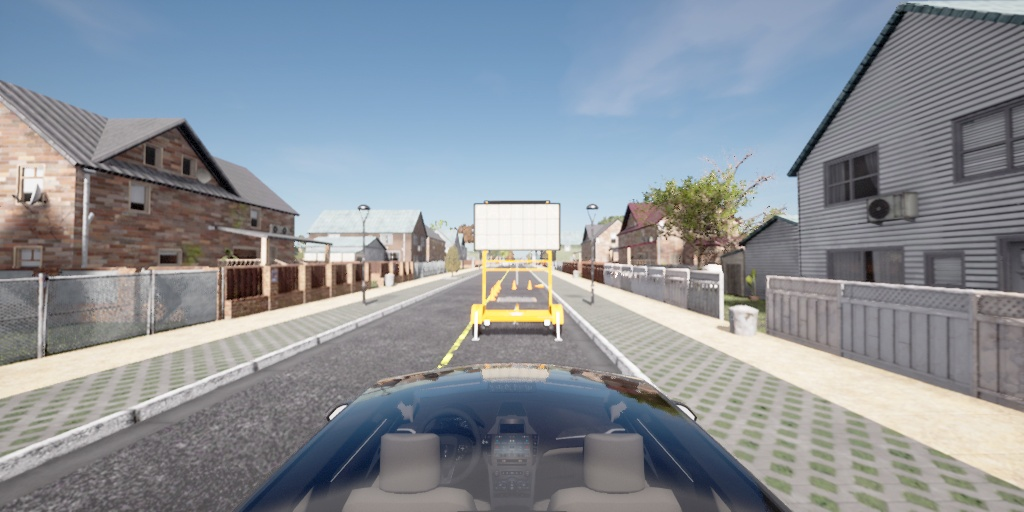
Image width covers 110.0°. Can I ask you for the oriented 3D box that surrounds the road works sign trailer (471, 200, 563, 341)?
[{"bbox_3d":[0.148,0.261,10.060,2.380,3.560,2.880,0,0,1],"label":"road works sign trailer"}]
